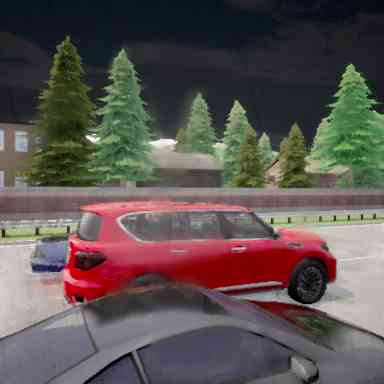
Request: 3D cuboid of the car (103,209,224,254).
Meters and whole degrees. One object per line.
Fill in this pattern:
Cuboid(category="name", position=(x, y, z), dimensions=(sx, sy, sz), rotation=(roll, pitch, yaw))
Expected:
Cuboid(category="car", position=(-1.178, 1.524, 13.817), dimensions=(4.674, 1.442, 1.812), rotation=(0, 0, -24))

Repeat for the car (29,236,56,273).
Cuboid(category="car", position=(-1.770, 1.546, 9.714), dimensions=(5.357, 1.411, 2.033), rotation=(0, 0, -24))

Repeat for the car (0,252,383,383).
Cuboid(category="car", position=(0.025, 1.563, 2.845), dimensions=(4.181, 1.385, 1.994), rotation=(0, 0, -24))

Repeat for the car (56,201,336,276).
Cuboid(category="car", position=(0.312, 1.220, 6.812), dimensions=(5.566, 2.045, 2.150), rotation=(0, 0, -24))
